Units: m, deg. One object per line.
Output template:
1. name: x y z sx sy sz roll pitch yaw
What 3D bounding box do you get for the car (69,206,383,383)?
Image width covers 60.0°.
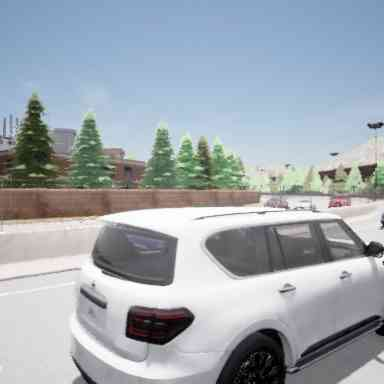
1. car: 1.154 1.228 4.838 5.566 2.045 2.150 0 0 -38

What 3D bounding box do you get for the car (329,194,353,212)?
1. car: 18.041 1.263 40.135 2.150 2.045 5.566 0 0 30

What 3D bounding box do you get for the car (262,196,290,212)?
1. car: 10.497 1.404 41.260 2.097 1.767 4.553 0 0 32

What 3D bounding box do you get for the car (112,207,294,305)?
1. car: 0.456 1.366 8.830 4.553 1.767 2.097 0 0 -39
